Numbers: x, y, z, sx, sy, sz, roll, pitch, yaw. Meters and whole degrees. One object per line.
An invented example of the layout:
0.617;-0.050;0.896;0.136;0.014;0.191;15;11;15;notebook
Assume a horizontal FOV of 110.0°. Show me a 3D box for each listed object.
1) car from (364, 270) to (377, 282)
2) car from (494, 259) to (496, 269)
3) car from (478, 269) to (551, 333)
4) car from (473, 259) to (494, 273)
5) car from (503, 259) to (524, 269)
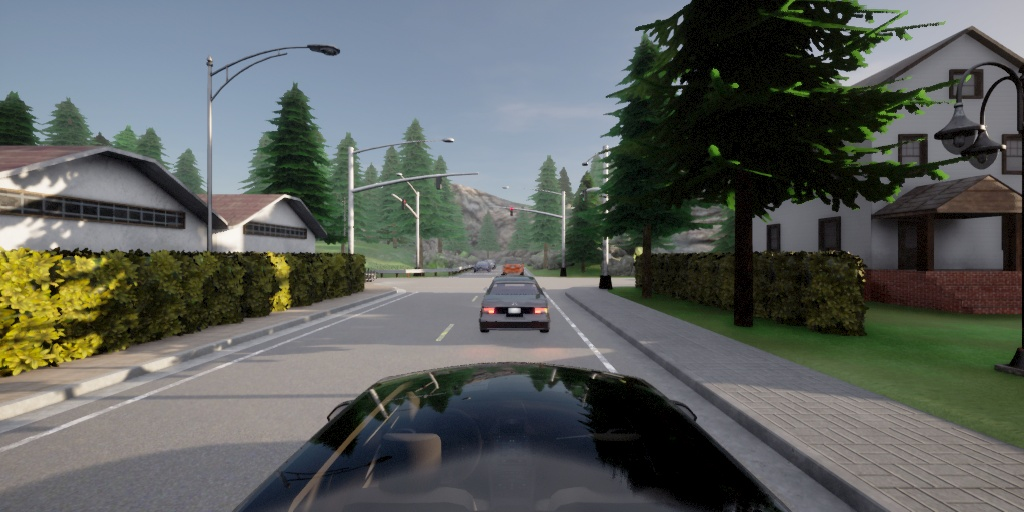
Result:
-12.285;1.260;26.216;4.674;1.442;1.812;0;0;3;car
-3.561;1.276;53.665;1.812;1.442;4.674;0;0;0;car
0.076;1.297;10.729;2.033;1.411;5.357;0;0;0;car
-3.567;1.276;43.648;1.812;1.442;4.674;0;0;0;car
0.145;1.100;37.407;2.097;1.767;4.553;0;0;2;car
